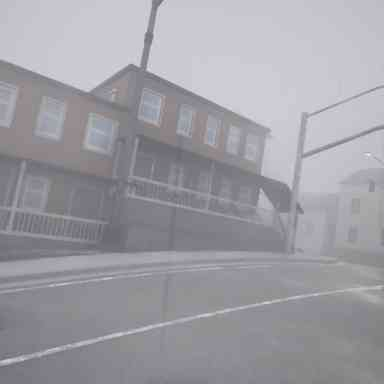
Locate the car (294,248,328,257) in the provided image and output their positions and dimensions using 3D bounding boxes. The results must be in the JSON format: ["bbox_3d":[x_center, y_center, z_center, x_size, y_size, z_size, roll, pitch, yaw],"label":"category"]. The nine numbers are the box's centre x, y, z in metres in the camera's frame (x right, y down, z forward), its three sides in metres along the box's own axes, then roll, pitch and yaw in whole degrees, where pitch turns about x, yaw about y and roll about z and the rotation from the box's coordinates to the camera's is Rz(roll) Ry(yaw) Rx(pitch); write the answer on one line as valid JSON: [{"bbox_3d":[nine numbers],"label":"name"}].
[{"bbox_3d":[9.708,5.695,29.285,1.812,1.442,4.674,14,-16,-34],"label":"car"}]
